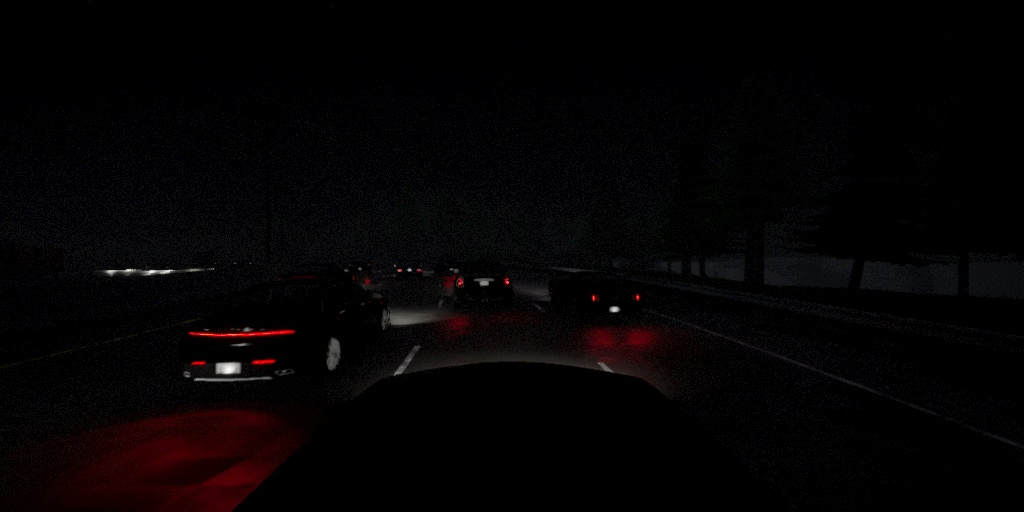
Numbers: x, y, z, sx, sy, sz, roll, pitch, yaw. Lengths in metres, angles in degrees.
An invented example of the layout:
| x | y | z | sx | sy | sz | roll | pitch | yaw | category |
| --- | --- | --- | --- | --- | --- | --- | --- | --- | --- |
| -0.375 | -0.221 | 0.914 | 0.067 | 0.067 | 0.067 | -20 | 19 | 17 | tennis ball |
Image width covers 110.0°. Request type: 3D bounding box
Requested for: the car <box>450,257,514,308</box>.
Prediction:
| x | y | z | sx | sy | sz | roll | pitch | yaw | category |
| --- | --- | --- | --- | --- | --- | --- | --- | --- | --- |
| -1.233 | 0.916 | 14.238 | 2.097 | 1.767 | 4.553 | 0 | 1 | -8 | car |

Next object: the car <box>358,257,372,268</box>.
| x | y | z | sx | sy | sz | roll | pitch | yaw | category |
| --- | --- | --- | --- | --- | --- | --- | --- | --- | --- |
| -13.548 | 0.850 | 31.922 | 1.812 | 1.442 | 4.674 | 0 | 1 | -23 | car |

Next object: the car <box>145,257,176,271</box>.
| x | y | z | sx | sy | sz | roll | pitch | yaw | category |
| --- | --- | --- | --- | --- | --- | --- | --- | --- | --- |
| -37.750 | 0.837 | 38.631 | 1.994 | 1.385 | 4.181 | -1 | 1 | -38 | car |

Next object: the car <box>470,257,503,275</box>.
| x | y | z | sx | sy | sz | roll | pitch | yaw | category |
| --- | --- | --- | --- | --- | --- | --- | --- | --- | --- |
| -2.360 | 0.863 | 32.092 | 1.994 | 1.385 | 4.181 | 0 | 1 | -19 | car |

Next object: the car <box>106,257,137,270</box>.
| x | y | z | sx | sy | sz | roll | pitch | yaw | category |
| --- | --- | --- | --- | --- | --- | --- | --- | --- | --- |
| -43.300 | 0.829 | 39.841 | 1.994 | 1.385 | 4.181 | -1 | 1 | -41 | car |

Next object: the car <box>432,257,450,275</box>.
| x | y | z | sx | sy | sz | roll | pitch | yaw | category |
| --- | --- | --- | --- | --- | --- | --- | --- | --- | --- |
| -5.778 | 0.822 | 31.374 | 1.837 | 1.490 | 4.892 | 0 | 1 | -20 | car |

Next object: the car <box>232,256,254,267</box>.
| x | y | z | sx | sy | sz | roll | pitch | yaw | category |
| --- | --- | --- | --- | --- | --- | --- | --- | --- | --- |
| -31.584 | 0.735 | 42.042 | 1.812 | 1.442 | 4.674 | -1 | 1 | -37 | car |

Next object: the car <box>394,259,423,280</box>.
| x | y | z | sx | sy | sz | roll | pitch | yaw | category |
| --- | --- | --- | --- | --- | --- | --- | --- | --- | --- |
| -7.538 | 0.948 | 26.061 | 2.033 | 1.411 | 5.357 | 0 | 1 | -18 | car |

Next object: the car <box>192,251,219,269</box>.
| x | y | z | sx | sy | sz | roll | pitch | yaw | category |
| --- | --- | --- | --- | --- | --- | --- | --- | --- | --- |
| -37.380 | 0.420 | 43.754 | 2.150 | 2.045 | 5.566 | -1 | 1 | -40 | car |

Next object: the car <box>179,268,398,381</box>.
| x | y | z | sx | sy | sz | roll | pitch | yaw | category |
| --- | --- | --- | --- | --- | --- | --- | --- | --- | --- |
| -3.880 | 1.182 | 7.108 | 1.837 | 1.490 | 4.892 | 0 | 1 | -4 | car |

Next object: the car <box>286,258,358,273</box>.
| x | y | z | sx | sy | sz | roll | pitch | yaw | category |
| --- | --- | --- | --- | --- | --- | --- | --- | --- | --- |
| -8.625 | 1.029 | 16.089 | 1.882 | 1.535 | 5.008 | 0 | 1 | -11 | car |

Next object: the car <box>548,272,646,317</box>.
| x | y | z | sx | sy | sz | roll | pitch | yaw | category |
| --- | --- | --- | --- | --- | --- | --- | --- | --- | --- |
| 2.619 | 1.186 | 12.372 | 1.895 | 1.301 | 4.718 | 0 | 1 | -8 | car |
